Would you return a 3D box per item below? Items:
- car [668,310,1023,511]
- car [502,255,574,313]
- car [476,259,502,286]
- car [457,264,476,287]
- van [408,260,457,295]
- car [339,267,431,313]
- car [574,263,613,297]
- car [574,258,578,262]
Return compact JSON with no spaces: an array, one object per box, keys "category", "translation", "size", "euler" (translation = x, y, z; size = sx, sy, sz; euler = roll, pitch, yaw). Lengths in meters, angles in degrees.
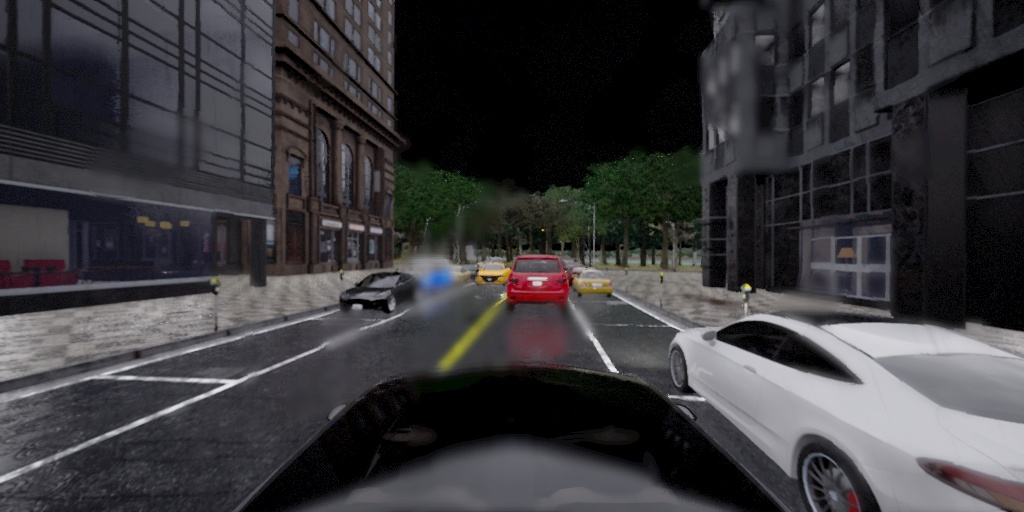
[{"category":"car","translation":[3.206,1.289,3.694],"size":[1.812,1.442,4.674],"euler":[0,0,5]},{"category":"car","translation":[1.051,0.979,14.297],"size":[2.150,2.045,5.566],"euler":[0,0,5]},{"category":"car","translation":[-1.217,1.228,25.342],"size":[1.882,1.535,5.008],"euler":[0,0,5]},{"category":"car","translation":[-3.962,1.264,24.569],"size":[1.751,1.417,4.829],"euler":[0,0,5]},{"category":"van","translation":[-4.409,1.076,19.320],"size":[1.690,1.789,3.998],"euler":[0,0,5]},{"category":"car","translation":[-4.871,1.298,13.902],"size":[1.948,1.339,4.313],"euler":[0,0,5]},{"category":"car","translation":[4.099,1.295,18.766],"size":[1.751,1.417,4.829],"euler":[0,0,5]},{"category":"car","translation":[5.008,1.217,29.432],"size":[1.967,1.591,4.097],"euler":[0,0,5]}]
